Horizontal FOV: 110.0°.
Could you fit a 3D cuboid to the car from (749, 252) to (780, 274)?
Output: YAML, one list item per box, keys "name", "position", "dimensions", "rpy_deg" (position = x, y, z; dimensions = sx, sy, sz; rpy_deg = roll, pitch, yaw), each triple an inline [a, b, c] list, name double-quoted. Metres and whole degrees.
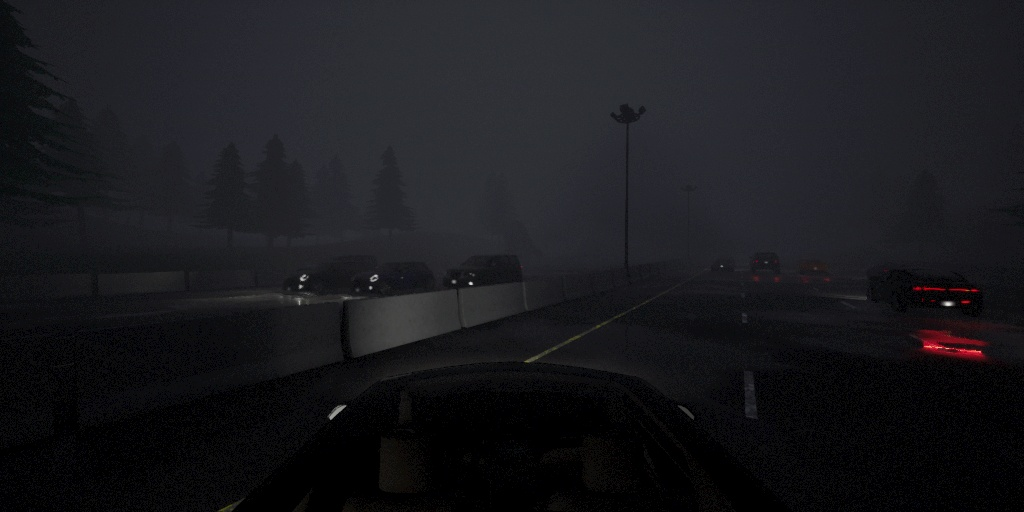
- name: "car"
  position: [24.395, 0.627, 34.648]
  dimensions: [2.150, 2.045, 5.566]
  rpy_deg: [0, 1, 32]

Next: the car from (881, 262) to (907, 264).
- name: "car"
  position: [26.561, 1.088, 25.020]
  dimensions: [1.994, 1.385, 4.181]
  rpy_deg: [0, 1, 32]

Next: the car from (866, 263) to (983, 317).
- name: "car"
  position: [14.889, 1.204, 13.203]
  dimensions: [1.837, 1.490, 4.892]
  rpy_deg: [0, 1, 32]

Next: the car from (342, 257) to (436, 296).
- name: "car"
  position: [-6.323, 1.072, 19.357]
  dimensions: [2.097, 1.767, 4.553]
  rpy_deg: [0, 0, 32]

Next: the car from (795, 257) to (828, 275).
- name: "car"
  position: [27.447, 0.883, 32.928]
  dimensions: [1.882, 1.535, 5.008]
  rpy_deg: [0, 0, 32]

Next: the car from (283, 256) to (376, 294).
- name: "car"
  position: [-10.062, 1.075, 20.000]
  dimensions: [2.097, 1.767, 4.553]
  rpy_deg: [0, 0, 33]

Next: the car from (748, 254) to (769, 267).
- name: "car"
  position: [32.416, 0.583, 47.239]
  dimensions: [2.128, 1.511, 4.902]
  rpy_deg: [0, 1, 32]

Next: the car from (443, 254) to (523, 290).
- name: "car"
  position: [-1.462, 0.925, 20.475]
  dimensions: [2.150, 2.045, 5.566]
  rpy_deg: [0, 0, 33]

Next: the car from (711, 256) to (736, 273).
- name: "car"
  position: [21.817, 0.955, 37.121]
  dimensions: [1.994, 1.385, 4.181]
  rpy_deg: [0, 1, 33]
